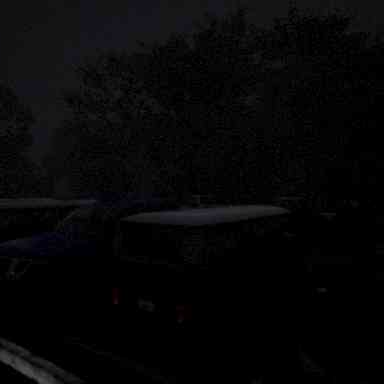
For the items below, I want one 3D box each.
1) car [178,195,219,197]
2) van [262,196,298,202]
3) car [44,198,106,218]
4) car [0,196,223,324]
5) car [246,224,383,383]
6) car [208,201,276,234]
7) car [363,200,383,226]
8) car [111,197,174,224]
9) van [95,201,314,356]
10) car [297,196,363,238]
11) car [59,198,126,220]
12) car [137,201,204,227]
[{"bbox_3d":[0.891,1.190,22.004,2.435,2.045,5.566,0,0,35],"label":"car"},{"bbox_3d":[5.468,1.252,18.864,1.878,1.987,4.442,0,0,35],"label":"van"},{"bbox_3d":[-10.443,1.350,30.019,2.231,1.521,4.892,0,0,35],"label":"car"},{"bbox_3d":[-1.724,1.230,7.752,2.435,2.045,5.566,0,0,35],"label":"car"},{"bbox_3d":[2.868,1.513,4.535,2.231,1.521,4.892,0,0,35],"label":"car"},{"bbox_3d":[3.245,1.457,20.527,1.946,1.575,5.366,0,0,35],"label":"car"},{"bbox_3d":[9.913,1.259,15.531,2.435,2.045,5.566,0,0,35],"label":"car"},{"bbox_3d":[-3.637,1.278,25.220,2.185,1.767,4.553,0,0,35],"label":"car"},{"bbox_3d":[0.644,1.274,6.249,1.878,1.987,4.442,0,0,35],"label":"van"},{"bbox_3d":[7.681,1.245,17.185,2.435,2.045,5.566,0,0,35],"label":"car"},{"bbox_3d":[-8.289,1.364,28.256,1.946,1.575,5.366,0,0,35],"label":"car"},{"bbox_3d":[-1.407,1.452,23.564,2.163,1.488,4.792,0,0,35],"label":"car"}]
